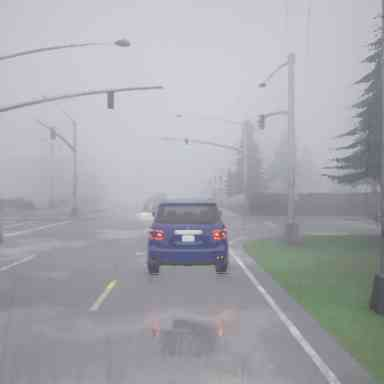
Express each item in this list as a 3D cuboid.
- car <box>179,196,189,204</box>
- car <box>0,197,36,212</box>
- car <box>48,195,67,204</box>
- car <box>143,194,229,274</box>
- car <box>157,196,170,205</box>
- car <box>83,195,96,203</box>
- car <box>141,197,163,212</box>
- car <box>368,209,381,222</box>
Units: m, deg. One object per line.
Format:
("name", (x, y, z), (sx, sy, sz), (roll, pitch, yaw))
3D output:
("car", (-1.501, 1.394, 60.327), (1.812, 1.442, 4.674), (0, 0, -1))
("car", (-18.585, 1.277, 35.705), (2.007, 1.523, 4.514), (0, 0, -1))
("car", (-21.863, 1.283, 54.269), (1.970, 1.475, 3.806), (0, 0, -1))
("car", (-0.149, 1.199, 10.663), (2.150, 2.045, 5.566), (0, 0, -1))
("car", (-5.000, 1.439, 58.721), (1.994, 1.385, 4.181), (0, 0, -1))
("car", (-18.998, 1.254, 61.735), (1.845, 1.501, 3.633), (0, 0, -1))
("car", (-4.550, 1.410, 38.646), (2.128, 1.511, 4.902), (0, 0, -1))
("car", (14.966, 1.441, 23.292), (4.892, 1.490, 1.837), (0, 0, -3))
